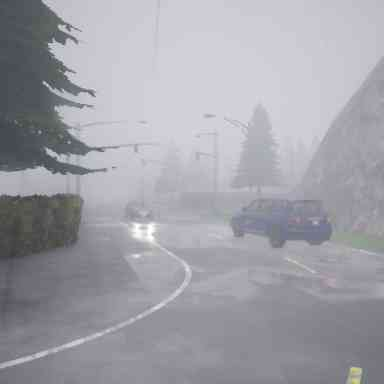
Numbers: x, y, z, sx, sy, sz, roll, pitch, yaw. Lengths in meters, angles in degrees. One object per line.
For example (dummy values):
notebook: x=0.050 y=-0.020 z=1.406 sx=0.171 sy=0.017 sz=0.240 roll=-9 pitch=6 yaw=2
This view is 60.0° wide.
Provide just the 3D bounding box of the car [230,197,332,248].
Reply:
car: x=3.744 y=1.256 z=15.037 sx=2.150 sy=2.045 sz=5.566 roll=0 pitch=0 yaw=-20

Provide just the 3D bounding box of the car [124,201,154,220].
car: x=-4.519 y=1.518 z=27.817 sx=2.128 sy=1.511 sz=4.902 roll=0 pitch=0 yaw=-20
